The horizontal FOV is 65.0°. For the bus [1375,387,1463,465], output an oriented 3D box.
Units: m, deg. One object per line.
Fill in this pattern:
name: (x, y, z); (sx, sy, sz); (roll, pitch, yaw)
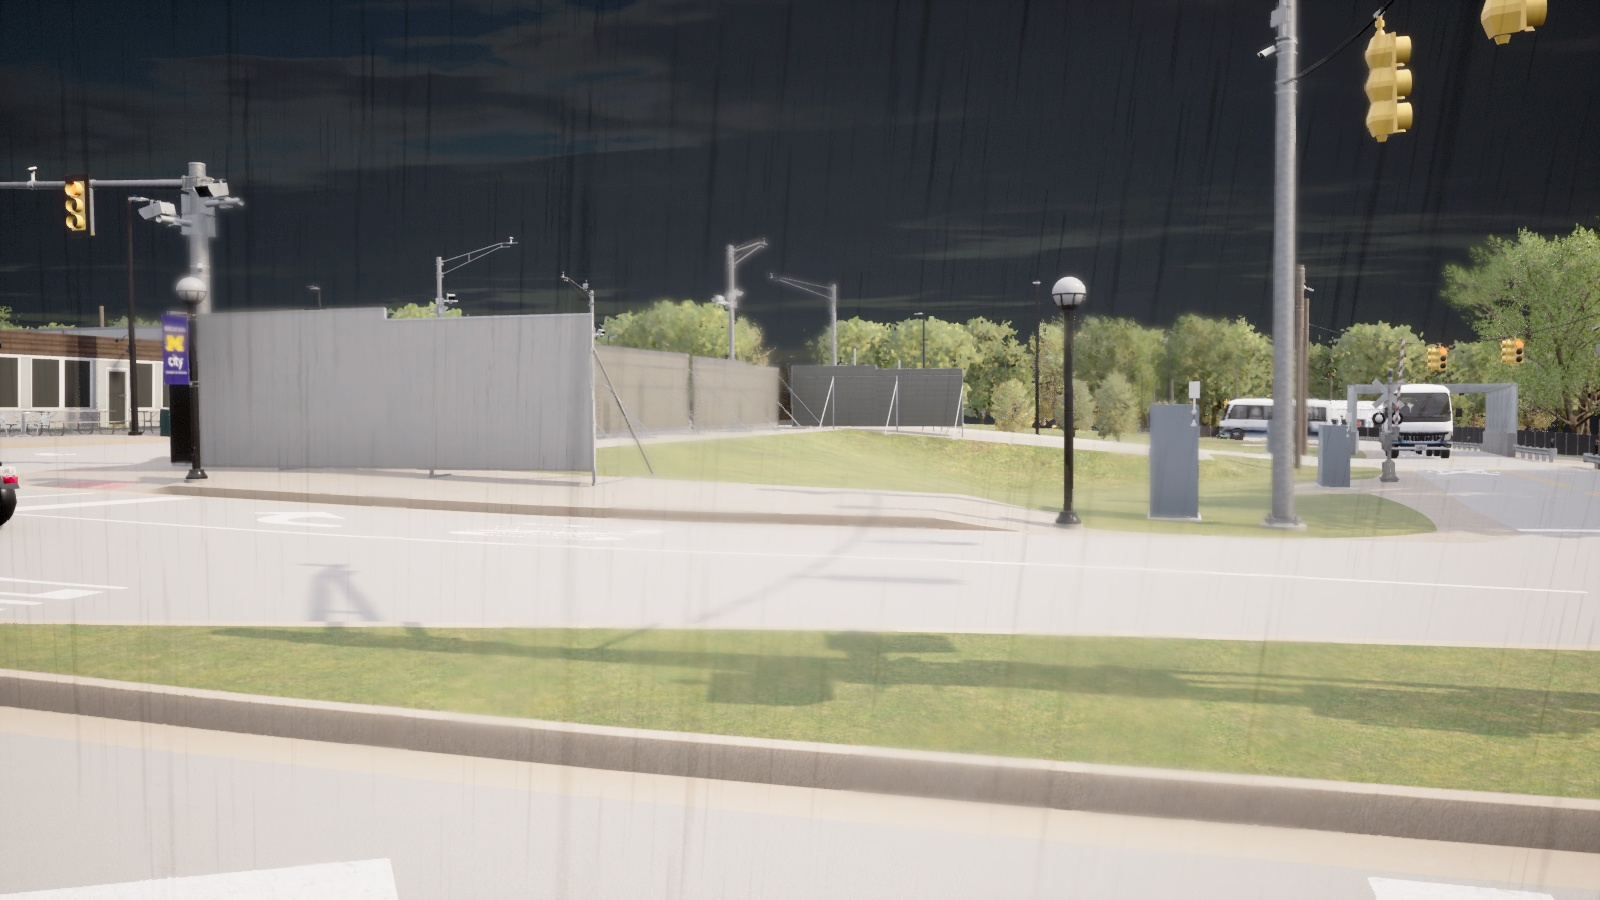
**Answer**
bus: (36.213, -1.411, 73.814); (3.944, 4.253, 10.273); (1, 1, 23)

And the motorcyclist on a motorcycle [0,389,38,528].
motorcyclist on a motorcycle: (-10.607, 0.053, 15.368); (2.350, 1.649, 0.766); (2, 2, 15)
